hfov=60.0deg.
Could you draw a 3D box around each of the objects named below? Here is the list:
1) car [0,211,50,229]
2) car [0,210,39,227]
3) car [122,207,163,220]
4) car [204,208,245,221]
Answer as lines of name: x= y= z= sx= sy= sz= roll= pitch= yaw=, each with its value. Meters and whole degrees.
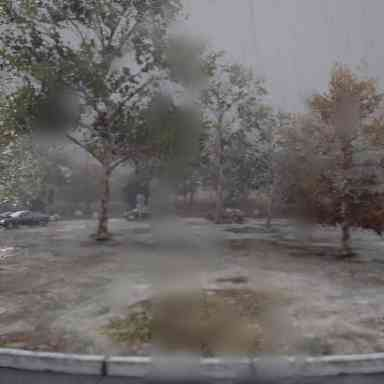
car: x=-14.906 y=2.402 z=29.246 sx=1.812 sy=1.442 sz=4.674 roll=-2 pitch=-2 yaw=34
car: x=-17.043 y=2.512 z=31.494 sx=1.994 sy=1.385 sz=4.181 roll=-1 pitch=-2 yaw=36
car: x=-5.886 y=2.526 z=39.936 sx=4.892 sy=1.490 sz=1.837 roll=0 pitch=-2 yaw=-15
car: x=3.662 y=2.505 z=37.614 sx=4.674 sy=1.442 sz=1.812 roll=0 pitch=-1 yaw=10
